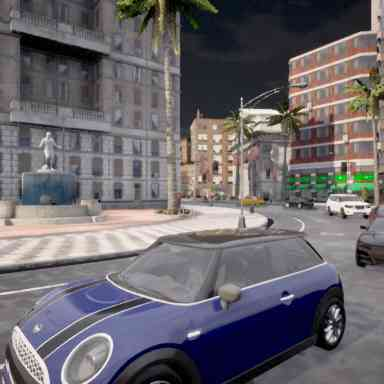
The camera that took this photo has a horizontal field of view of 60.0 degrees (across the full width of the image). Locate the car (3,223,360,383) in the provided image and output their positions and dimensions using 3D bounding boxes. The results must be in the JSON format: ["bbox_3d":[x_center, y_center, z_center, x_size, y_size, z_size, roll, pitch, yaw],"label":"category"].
[{"bbox_3d":[0.109,1.352,4.473,4.553,1.767,2.097,0,0,-39],"label":"car"}]

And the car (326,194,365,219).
[{"bbox_3d":[13.910,1.221,29.884,2.150,2.045,5.566,0,0,4],"label":"car"}]

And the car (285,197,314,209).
[{"bbox_3d":[15.039,1.505,46.701,1.837,1.490,4.892,0,0,-17],"label":"car"}]

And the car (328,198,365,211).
[{"bbox_3d":[19.753,1.526,42.738,1.812,1.442,4.674,0,0,-12],"label":"car"}]

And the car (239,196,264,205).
[{"bbox_3d":[10.145,1.477,57.149,1.882,1.535,5.008,0,0,-35],"label":"car"}]

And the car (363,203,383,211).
[{"bbox_3d":[11.654,1.526,19.644,1.812,1.442,4.674,0,0,19],"label":"car"}]

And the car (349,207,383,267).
[{"bbox_3d":[6.746,1.478,10.851,1.882,1.535,5.008,0,0,37],"label":"car"}]
